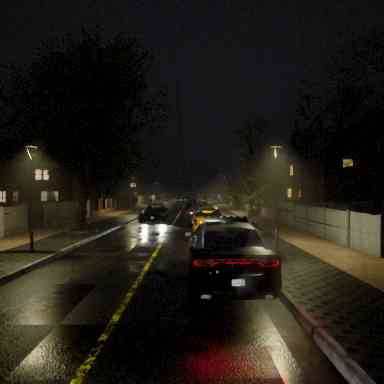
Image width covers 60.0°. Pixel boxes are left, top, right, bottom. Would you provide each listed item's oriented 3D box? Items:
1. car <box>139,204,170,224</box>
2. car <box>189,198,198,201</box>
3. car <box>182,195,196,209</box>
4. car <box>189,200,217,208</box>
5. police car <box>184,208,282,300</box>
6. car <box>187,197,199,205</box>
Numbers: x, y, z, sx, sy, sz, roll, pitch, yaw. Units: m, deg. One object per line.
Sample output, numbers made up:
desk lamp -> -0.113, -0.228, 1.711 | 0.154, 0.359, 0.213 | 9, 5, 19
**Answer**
car -> -2.697, 1.567, 24.594 | 1.994, 1.385, 4.181 | 0, 0, 0
car -> 0.878, 1.459, 24.650 | 1.801, 1.575, 5.366 | 0, 0, 0
car -> 0.120, 1.489, 45.090 | 2.128, 1.511, 4.902 | 0, 0, 1
car -> 0.865, 1.458, 18.650 | 1.801, 1.575, 5.366 | 0, 0, 0
police car -> 0.842, 1.427, 8.567 | 1.930, 1.638, 5.238 | 0, 0, 0
car -> 0.130, 1.536, 58.446 | 2.033, 1.411, 5.357 | 0, 0, 0
